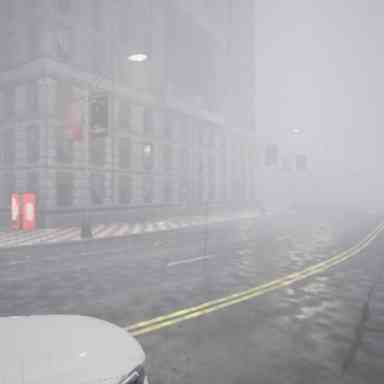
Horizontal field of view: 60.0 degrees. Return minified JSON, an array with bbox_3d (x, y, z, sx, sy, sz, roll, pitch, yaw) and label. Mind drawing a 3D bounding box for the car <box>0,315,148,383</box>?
[{"bbox_3d":[-2.523,1.526,2.126,4.674,1.442,1.812,0,0,-35],"label":"car"}]
